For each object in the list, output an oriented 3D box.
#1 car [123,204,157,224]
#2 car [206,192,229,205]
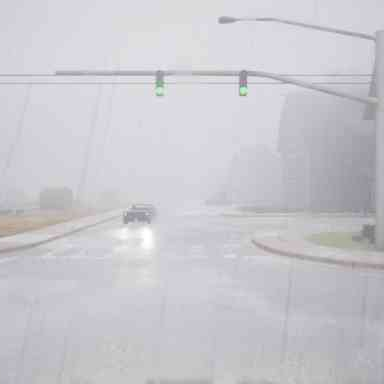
[{"bbox_3d":[-3.688,1.542,24.069,1.895,1.301,4.718,0,0,0],"label":"car"},{"bbox_3d":[3.927,1.035,52.687,1.905,1.878,3.866,-8,4,-42],"label":"car"}]
